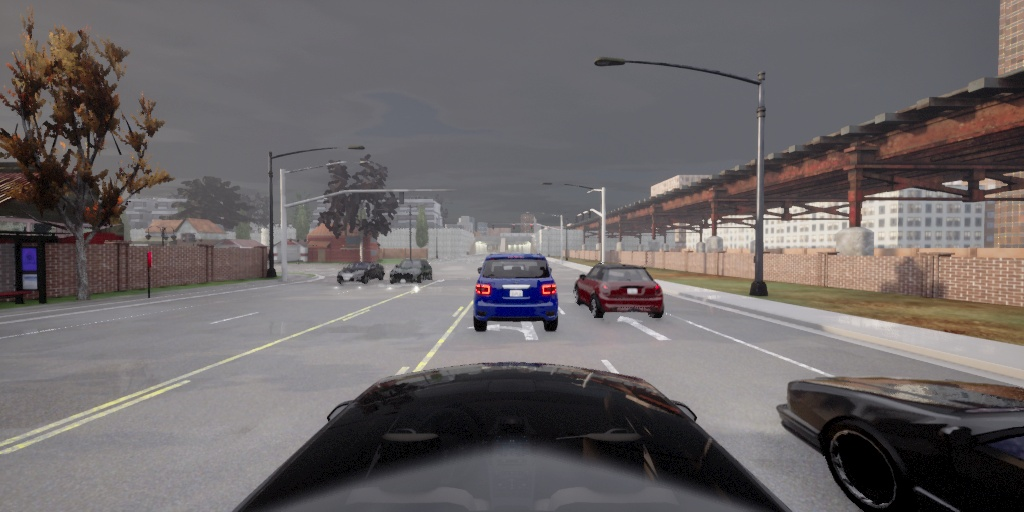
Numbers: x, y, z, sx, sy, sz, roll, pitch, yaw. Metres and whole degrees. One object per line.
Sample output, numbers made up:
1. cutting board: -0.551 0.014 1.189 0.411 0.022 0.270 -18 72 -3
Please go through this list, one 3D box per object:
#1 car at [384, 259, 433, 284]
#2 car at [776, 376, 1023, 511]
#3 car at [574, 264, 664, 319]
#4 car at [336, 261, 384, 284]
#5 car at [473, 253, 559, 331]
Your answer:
1. car: -7.031 1.011 25.341 2.097 1.767 4.553 0 1 0
2. car: 3.610 1.298 1.145 2.033 1.411 5.357 0 0 0
3. car: 3.587 1.058 12.815 2.097 1.767 4.553 0 0 0
4. car: -10.530 1.140 25.307 2.128 1.511 4.902 0 1 0
5. car: 0.089 0.940 10.992 2.150 2.045 5.566 0 0 0
